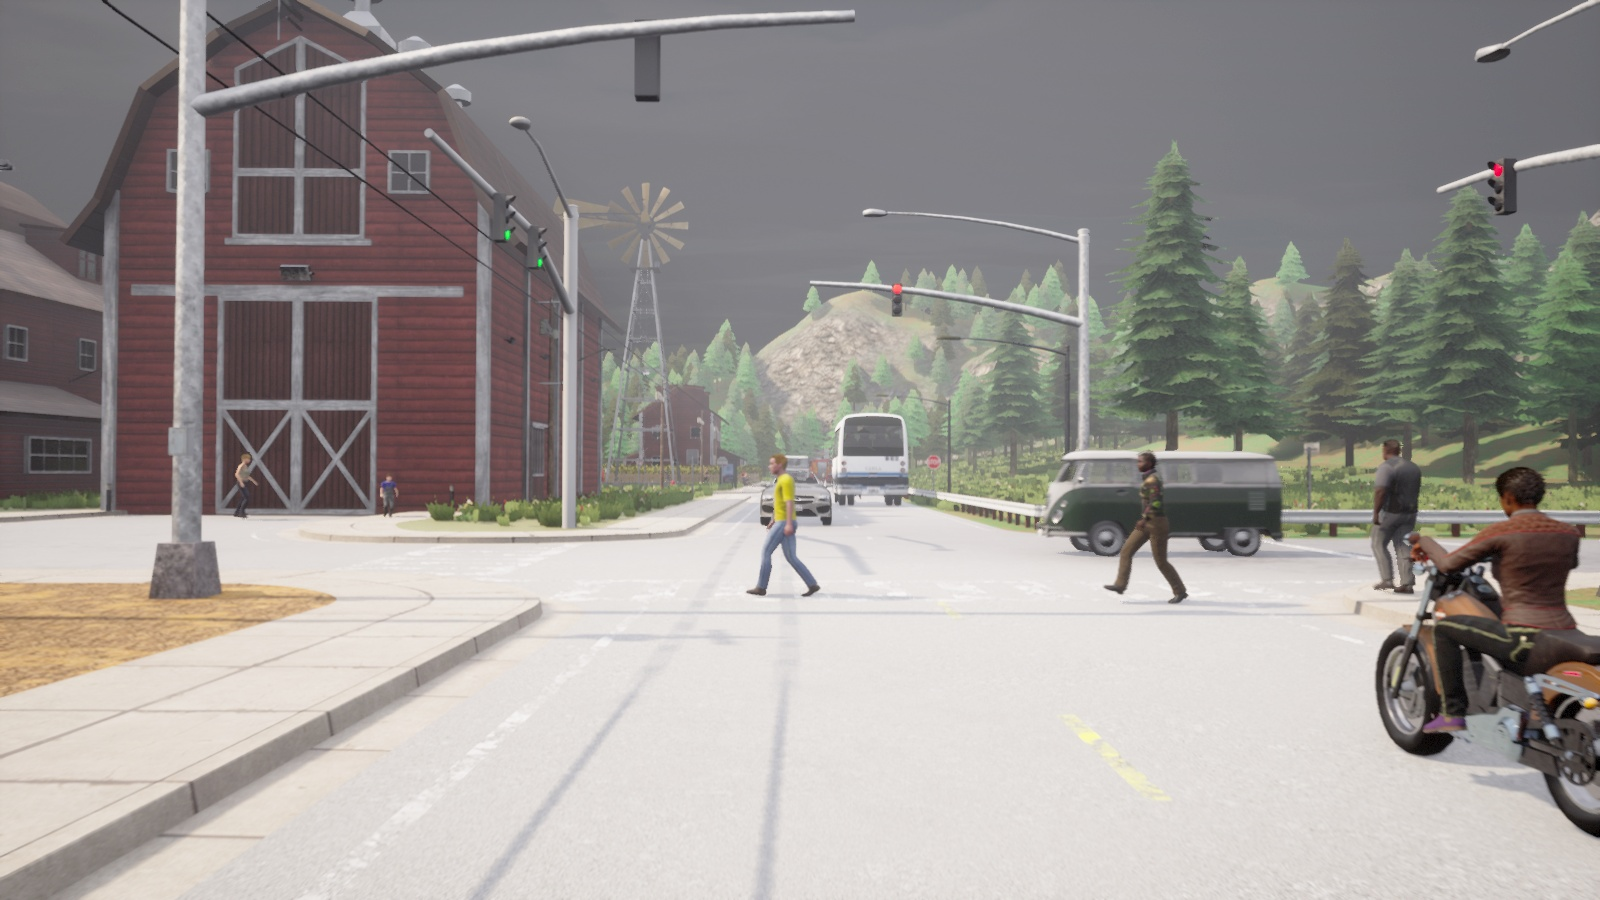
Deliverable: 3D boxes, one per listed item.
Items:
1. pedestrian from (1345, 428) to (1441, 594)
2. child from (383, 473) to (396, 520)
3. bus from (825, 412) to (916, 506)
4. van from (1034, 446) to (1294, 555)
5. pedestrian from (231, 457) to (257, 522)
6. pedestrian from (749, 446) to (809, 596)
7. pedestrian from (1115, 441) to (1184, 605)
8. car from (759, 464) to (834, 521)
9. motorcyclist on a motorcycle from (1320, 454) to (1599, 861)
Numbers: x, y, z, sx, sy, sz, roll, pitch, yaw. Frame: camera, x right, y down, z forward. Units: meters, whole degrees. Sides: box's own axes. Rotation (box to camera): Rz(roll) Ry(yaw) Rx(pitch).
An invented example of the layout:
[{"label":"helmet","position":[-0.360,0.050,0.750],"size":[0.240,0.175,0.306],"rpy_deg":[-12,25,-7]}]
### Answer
[{"label":"pedestrian","position":[6.955,0.702,14.752],"size":[0.563,1.883,0.849],"rpy_deg":[0,-1,-18]},{"label":"child","position":[-11.149,1.254,34.085],"size":[0.270,1.263,0.437],"rpy_deg":[0,-1,-28]},{"label":"bus","position":[3.323,0.528,62.506],"size":[3.944,4.253,10.273],"rpy_deg":[0,-1,0]},{"label":"van","position":[6.888,0.947,24.073],"size":[4.442,1.987,1.775],"rpy_deg":[0,-1,-1]},{"label":"pedestrian","position":[-15.693,1.120,35.463],"size":[0.594,1.836,0.345],"rpy_deg":[0,-1,-4]},{"label":"pedestrian","position":[-0.258,0.876,15.614],"size":[0.706,1.836,0.354],"rpy_deg":[0,-1,5]},{"label":"pedestrian","position":[4.165,0.859,14.985],"size":[0.692,1.930,0.395],"rpy_deg":[0,-1,0]},{"label":"car","position":[-0.108,1.280,38.847],"size":[2.152,1.651,5.027],"rpy_deg":[0,-1,0]},{"label":"motorcyclist on a motorcycle","position":[3.482,0.863,6.276],"size":[0.766,1.649,2.350],"rpy_deg":[0,-1,0]}]
